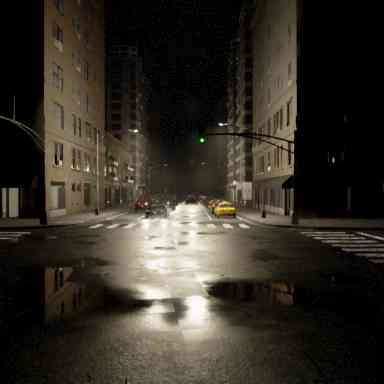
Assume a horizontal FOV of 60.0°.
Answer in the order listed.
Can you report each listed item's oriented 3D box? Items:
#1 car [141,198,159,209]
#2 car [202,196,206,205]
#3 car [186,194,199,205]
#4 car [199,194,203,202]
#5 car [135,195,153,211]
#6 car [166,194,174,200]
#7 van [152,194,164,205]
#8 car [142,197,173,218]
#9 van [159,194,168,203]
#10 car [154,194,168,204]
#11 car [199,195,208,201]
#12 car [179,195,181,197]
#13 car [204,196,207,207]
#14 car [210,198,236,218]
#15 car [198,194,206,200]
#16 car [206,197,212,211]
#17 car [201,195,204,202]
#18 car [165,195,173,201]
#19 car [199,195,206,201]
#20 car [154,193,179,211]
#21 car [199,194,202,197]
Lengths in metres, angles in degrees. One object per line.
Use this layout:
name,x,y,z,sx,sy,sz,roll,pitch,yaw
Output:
car,-5.709,1.533,46.029,2.008,1.369,4.403,0,0,0
car,2.817,1.548,46.072,1.947,1.339,4.313,0,0,0
car,-0.107,1.496,59.013,1.812,1.442,4.674,0,0,0
car,2.760,1.523,57.124,2.008,1.369,4.403,0,0,0
car,-5.681,1.301,40.503,2.192,1.841,5.009,0,0,0
car,-5.937,1.370,90.235,1.967,1.590,4.097,0,0,0
van,-5.766,1.313,57.080,1.690,1.788,3.998,0,0,0
car,-3.046,1.497,29.890,1.837,1.490,4.892,0,0,0
van,-5.820,1.301,68.131,1.690,1.788,3.998,0,0,0
car,-5.794,1.281,62.606,2.192,1.841,5.009,0,0,0
car,2.646,1.495,79.227,2.008,1.369,4.403,0,0,0
car,-3.143,1.576,53.612,1.895,1.301,4.718,0,0,0
car,2.845,1.537,40.546,2.008,1.369,4.403,0,0,0
car,2.901,1.517,29.664,1.752,1.417,4.829,0,0,0
car,2.589,1.369,90.278,1.967,1.590,4.097,0,0,0
car,2.873,1.429,35.020,1.967,1.590,4.097,0,0,0
car,2.788,1.522,51.598,1.887,1.381,4.507,0,0,0
car,-5.907,1.463,84.539,1.752,1.417,4.829,0,0,0
car,2.618,1.519,84.753,1.802,1.307,4.206,0,0,0
car,-3.095,1.207,40.523,2.150,2.045,5.566,0,0,0
car,2.732,1.548,62.650,1.802,1.307,4.206,0,0,0
